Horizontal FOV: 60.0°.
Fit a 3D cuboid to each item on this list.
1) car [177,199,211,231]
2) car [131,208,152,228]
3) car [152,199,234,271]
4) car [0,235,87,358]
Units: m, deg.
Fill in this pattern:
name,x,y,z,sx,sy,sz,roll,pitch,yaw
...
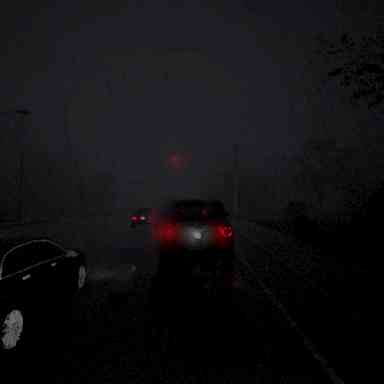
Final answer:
name,x,y,z,sx,sy,sz,roll,pitch,yaw
car,0.105,1.514,23.753,2.150,2.045,5.566,0,-2,0
car,-3.367,1.866,24.608,2.033,1.411,5.357,0,-2,-2
car,0.104,1.282,11.292,2.150,2.045,5.566,0,-1,0
car,-3.400,1.540,6.037,1.837,1.490,4.892,0,0,0
